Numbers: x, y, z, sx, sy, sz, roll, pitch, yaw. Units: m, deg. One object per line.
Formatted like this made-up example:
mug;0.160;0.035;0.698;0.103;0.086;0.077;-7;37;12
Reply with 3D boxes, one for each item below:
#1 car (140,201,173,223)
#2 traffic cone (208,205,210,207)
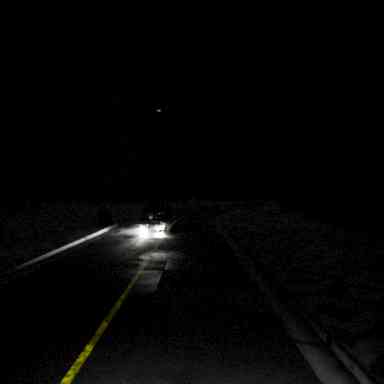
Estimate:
car;-2.616;1.489;25.260;2.128;1.511;4.902;0;0;5
traffic cone;2.508;1.954;48.901;0.340;0.580;0.340;0;0;27
